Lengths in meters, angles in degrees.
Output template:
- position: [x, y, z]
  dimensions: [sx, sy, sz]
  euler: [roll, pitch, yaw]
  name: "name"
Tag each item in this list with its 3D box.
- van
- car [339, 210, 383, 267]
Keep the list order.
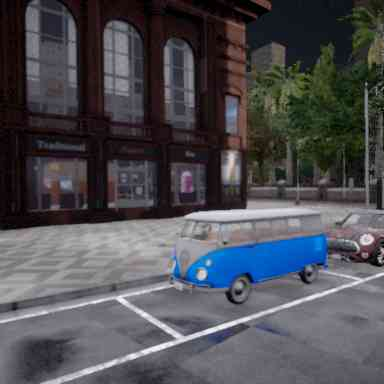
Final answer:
- position: [1.439, 1.293, 7.718]
  dimensions: [3.998, 1.788, 1.690]
  euler: [-1, 0, -36]
  name: "van"
- position: [5.836, 1.332, 10.900]
  dimensions: [4.097, 1.590, 1.967]
  euler: [-1, 0, -36]
  name: "car"
